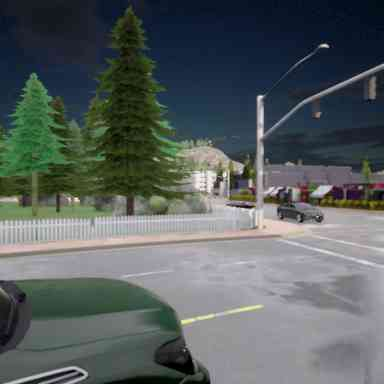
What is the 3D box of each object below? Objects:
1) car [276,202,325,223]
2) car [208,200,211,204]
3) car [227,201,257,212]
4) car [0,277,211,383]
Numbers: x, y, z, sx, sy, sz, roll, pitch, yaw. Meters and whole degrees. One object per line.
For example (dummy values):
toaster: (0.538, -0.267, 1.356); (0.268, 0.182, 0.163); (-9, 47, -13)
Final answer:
car: (8.480, 1.563, 26.427); (1.837, 1.490, 4.892); (0, 0, -14)
car: (1.441, 1.548, 51.302); (2.128, 1.511, 4.902); (0, 0, -16)
car: (5.526, 1.659, 36.868); (1.895, 1.301, 4.718); (0, 0, -16)
car: (-2.510, 1.221, 1.842); (5.566, 2.045, 2.150); (0, 0, -35)
